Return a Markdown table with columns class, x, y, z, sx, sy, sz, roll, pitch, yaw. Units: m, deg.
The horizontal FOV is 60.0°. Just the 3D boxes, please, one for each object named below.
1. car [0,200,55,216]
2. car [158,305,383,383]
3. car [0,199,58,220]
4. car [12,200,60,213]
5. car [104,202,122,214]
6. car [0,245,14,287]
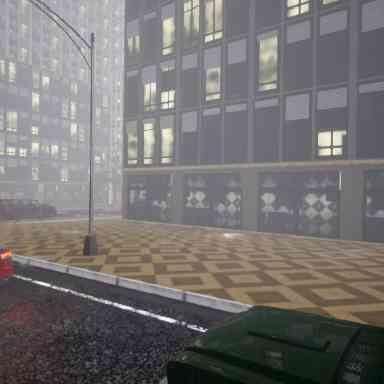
| class | x | y | z | sx | sy | sz | roll | pitch | yaw |
| --- | --- | --- | --- | --- | --- | --- | --- | --- | --- |
| car | -17.668 | 1.629 | 35.816 | 2.128 | 1.511 | 4.902 | 1 | 0 | 36 |
| car | 2.035 | 1.601 | 2.235 | 4.718 | 1.301 | 1.895 | 0 | 0 | 35 |
| car | -14.819 | 1.519 | 29.926 | 2.192 | 1.841 | 5.009 | 1 | 0 | 36 |
| car | -18.338 | 1.643 | 39.293 | 1.752 | 1.417 | 4.829 | 1 | 0 | 36 |
| car | -8.042 | 1.830 | 39.153 | 1.752 | 1.417 | 4.829 | 1 | 0 | 36 |
| car | -6.076 | 1.521 | 7.983 | 4.674 | 1.442 | 1.812 | 0 | 0 | 35 |
